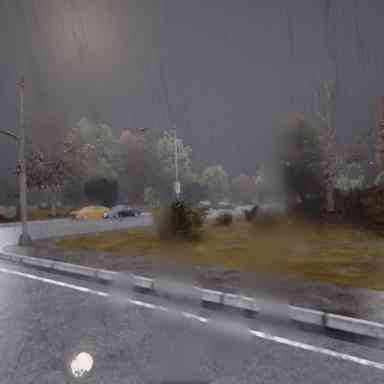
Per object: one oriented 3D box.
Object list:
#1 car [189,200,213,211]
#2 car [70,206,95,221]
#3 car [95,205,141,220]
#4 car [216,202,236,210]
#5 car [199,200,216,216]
[{"bbox_3d":[1.610,2.287,56.867,2.097,1.767,4.553,-3,-2,33],"label":"car"},{"bbox_3d":[-11.107,2.290,36.743,1.882,1.535,5.008,-3,-1,32],"label":"car"},{"bbox_3d":[-7.540,2.173,35.832,2.128,1.511,4.902,-3,-2,32],"label":"car"},{"bbox_3d":[5.603,2.364,56.600,2.033,1.411,5.357,-3,-2,32],"label":"car"},{"bbox_3d":[0.214,1.770,34.827,2.097,1.767,4.553,-3,-2,32],"label":"car"}]
